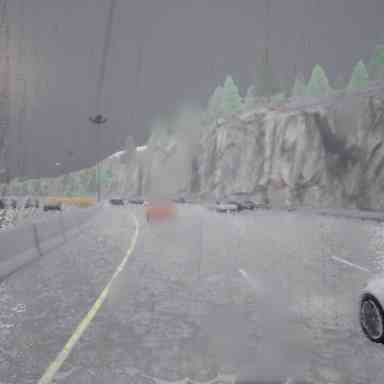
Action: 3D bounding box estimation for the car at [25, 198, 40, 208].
[{"bbox_3d":[-25.558,1.798,53.291,2.128,1.511,4.902,-1,0,-22],"label":"car"}]

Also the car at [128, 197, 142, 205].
[{"bbox_3d":[-10.812,1.656,63.402,2.128,1.511,4.902,0,0,-25],"label":"car"}]

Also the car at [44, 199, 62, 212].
[{"bbox_3d":[-17.782,1.695,42.689,1.882,1.535,5.008,0,0,-17],"label":"car"}]

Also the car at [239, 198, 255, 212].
[{"bbox_3d":[5.558,1.468,38.628,2.128,1.511,4.902,0,0,-15],"label":"car"}]

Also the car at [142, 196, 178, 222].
[{"bbox_3d":[-2.708,1.403,27.028,2.097,1.767,4.553,-1,0,-11],"label":"car"}]

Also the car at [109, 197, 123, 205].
[{"bbox_3d":[-14.443,1.679,62.983,1.882,1.535,5.008,0,0,-26],"label":"car"}]

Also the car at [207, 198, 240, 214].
[{"bbox_3d":[3.120,1.600,35.988,1.895,1.301,4.718,0,0,-15],"label":"car"}]

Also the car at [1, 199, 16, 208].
[{"bbox_3d":[-29.830,1.845,54.274,2.128,1.511,4.902,0,0,-24],"label":"car"}]

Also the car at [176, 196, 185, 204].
[{"bbox_3d":[-2.960,1.588,63.363,1.837,1.490,4.892,1,-1,-25],"label":"car"}]

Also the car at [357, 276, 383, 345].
[{"bbox_3d":[3.592,1.492,3.396,1.812,1.442,4.674,0,0,-2],"label":"car"}]
